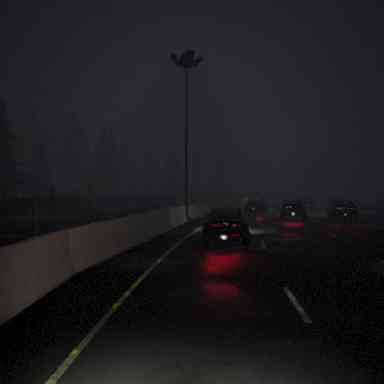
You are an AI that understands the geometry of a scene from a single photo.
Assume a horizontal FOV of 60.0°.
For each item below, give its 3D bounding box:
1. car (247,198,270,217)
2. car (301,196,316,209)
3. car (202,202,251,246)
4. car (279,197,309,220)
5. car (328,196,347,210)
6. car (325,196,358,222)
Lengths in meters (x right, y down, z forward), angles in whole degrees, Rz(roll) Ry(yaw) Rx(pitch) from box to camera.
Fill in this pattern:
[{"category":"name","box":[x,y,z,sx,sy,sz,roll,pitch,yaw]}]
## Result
[{"category":"car","box":[6.417,1.299,32.452,2.128,1.511,4.902,0,0,20]},{"category":"car","box":[14.118,1.255,41.085,2.128,1.511,4.902,0,0,27]},{"category":"car","box":[1.597,1.415,14.802,1.837,1.490,4.892,0,0,10]},{"category":"car","box":[7.921,1.348,26.117,1.837,1.490,4.892,0,-1,16]},{"category":"car","box":[17.781,1.249,40.545,1.882,1.535,5.008,0,0,27]},{"category":"car","box":[11.337,1.347,25.349,2.128,1.511,4.902,0,0,17]}]
